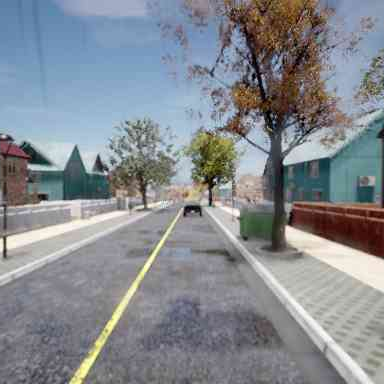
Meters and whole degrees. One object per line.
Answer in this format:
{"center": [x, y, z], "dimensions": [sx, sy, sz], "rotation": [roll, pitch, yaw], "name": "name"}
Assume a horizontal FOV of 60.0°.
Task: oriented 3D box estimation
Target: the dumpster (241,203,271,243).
{"center": [3.035, 1.431, 16.028], "dimensions": [1.020, 1.700, 1.940], "rotation": [2, 1, 0], "name": "dumpster"}

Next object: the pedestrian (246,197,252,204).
{"center": [2.937, 1.182, 17.048], "dimensions": [0.375, 1.860, 0.375], "rotation": [-2, 1, -1], "name": "pedestrian"}

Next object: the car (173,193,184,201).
{"center": [-2.748, 1.296, 69.148], "dimensions": [2.150, 2.045, 5.566], "rotation": [0, -1, 0], "name": "car"}

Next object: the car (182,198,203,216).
{"center": [0.076, 1.619, 33.631], "dimensions": [1.837, 1.490, 4.892], "rotation": [0, -1, 0], "name": "car"}
